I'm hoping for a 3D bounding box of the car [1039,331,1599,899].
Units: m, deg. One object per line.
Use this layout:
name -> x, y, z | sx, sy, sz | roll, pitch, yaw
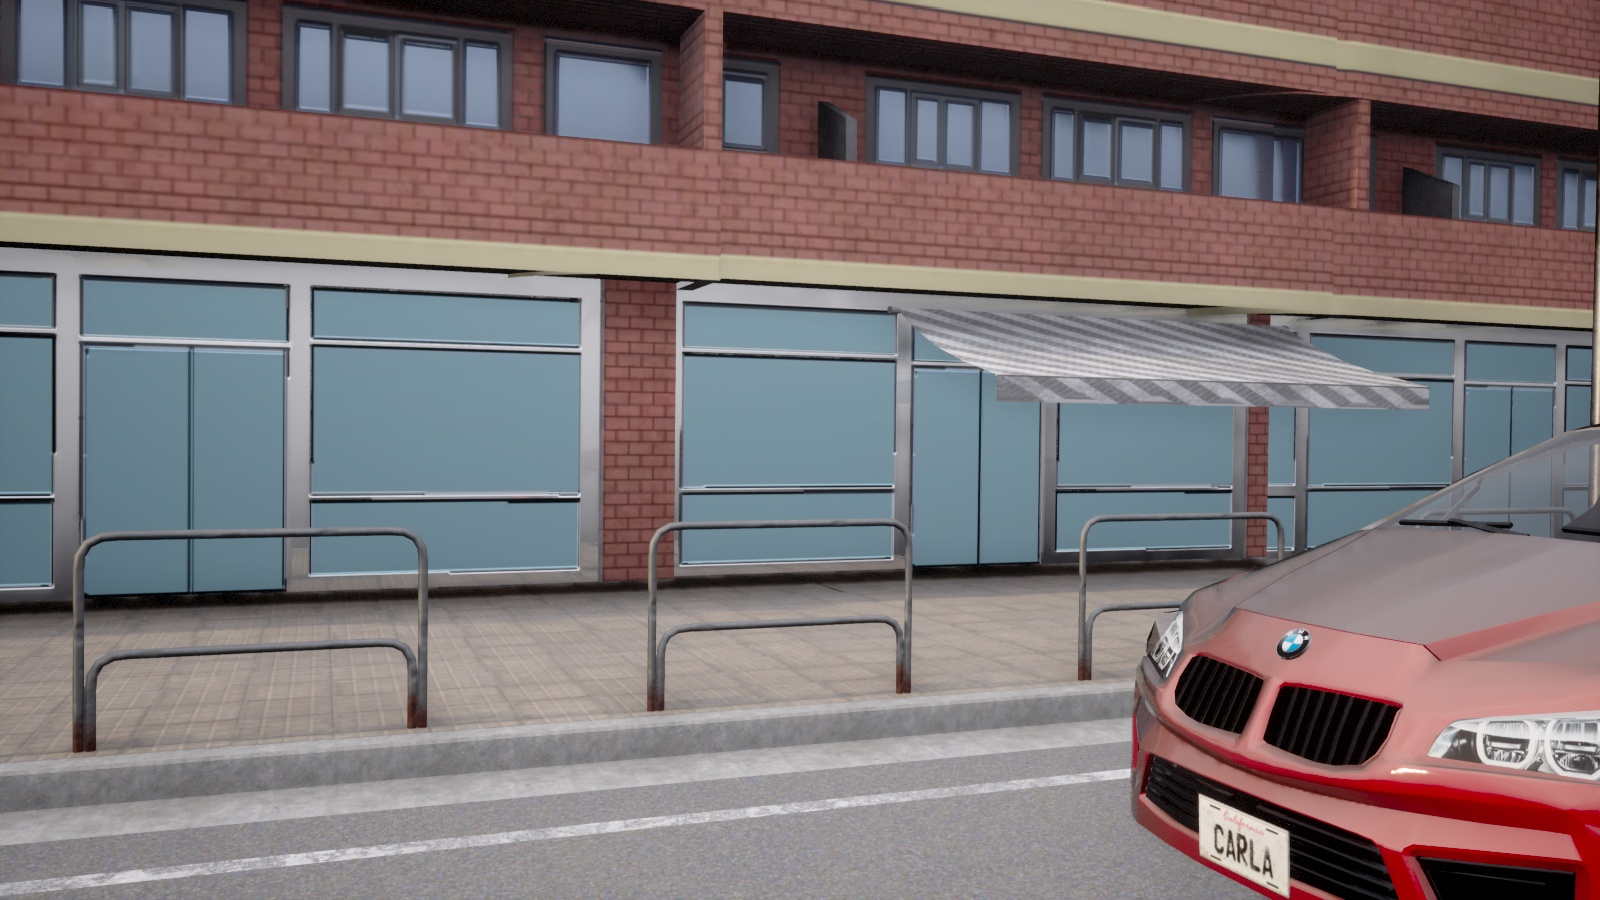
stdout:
car -> 3.469, 0.531, 4.556 | 4.611, 1.667, 2.242 | -1, 1, -21
